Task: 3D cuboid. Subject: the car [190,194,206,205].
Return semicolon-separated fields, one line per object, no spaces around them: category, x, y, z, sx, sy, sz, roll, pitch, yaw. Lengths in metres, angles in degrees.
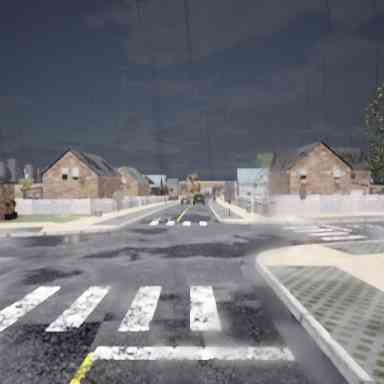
car;1.335;1.404;61.903;2.150;2.045;5.566;0;0;3

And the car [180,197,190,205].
car;-1.238;1.699;66.167;2.128;1.511;4.902;0;0;3
